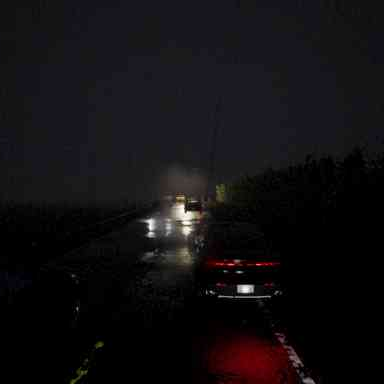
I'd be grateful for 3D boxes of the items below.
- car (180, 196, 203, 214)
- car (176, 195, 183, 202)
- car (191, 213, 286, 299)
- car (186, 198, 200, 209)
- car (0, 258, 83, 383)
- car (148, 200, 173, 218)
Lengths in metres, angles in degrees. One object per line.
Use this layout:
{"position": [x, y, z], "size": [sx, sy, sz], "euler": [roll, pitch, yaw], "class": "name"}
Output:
{"position": [0.117, 1.491, 35.613], "size": [2.128, 1.511, 4.902], "euler": [0, 0, 0], "class": "car"}
{"position": [-2.657, 1.484, 77.557], "size": [1.882, 1.535, 5.008], "euler": [0, 0, 0], "class": "car"}
{"position": [0.973, 1.505, 8.444], "size": [1.837, 1.490, 4.892], "euler": [0, 0, 0], "class": "car"}
{"position": [0.127, 1.526, 45.787], "size": [1.812, 1.442, 4.674], "euler": [0, 0, 0], "class": "car"}
{"position": [-2.844, 1.563, 3.996], "size": [1.994, 1.385, 4.181], "euler": [0, 0, 0], "class": "car"}
{"position": [-2.715, 1.504, 29.691], "size": [1.837, 1.490, 4.892], "euler": [0, 0, 0], "class": "car"}
